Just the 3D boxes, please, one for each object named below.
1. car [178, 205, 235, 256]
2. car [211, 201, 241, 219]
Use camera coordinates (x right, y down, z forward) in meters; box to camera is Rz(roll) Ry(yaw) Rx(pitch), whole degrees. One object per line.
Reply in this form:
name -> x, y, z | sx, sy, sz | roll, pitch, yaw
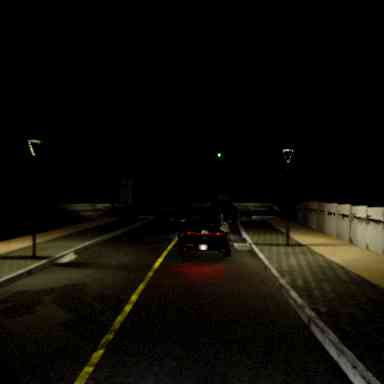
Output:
car -> 0.536, 1.498, 13.052 | 1.837, 1.490, 4.892 | 0, 0, 4
car -> 2.676, 1.516, 27.567 | 1.837, 1.490, 4.892 | 0, -1, 23
